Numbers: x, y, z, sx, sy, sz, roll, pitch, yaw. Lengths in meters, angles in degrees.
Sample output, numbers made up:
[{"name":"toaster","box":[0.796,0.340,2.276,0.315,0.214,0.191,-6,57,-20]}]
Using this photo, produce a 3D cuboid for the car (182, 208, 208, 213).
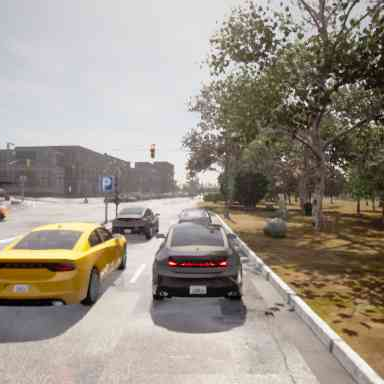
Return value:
[{"name":"car","box":[0.157,1.567,18.099,2.033,1.411,5.357,0,0,1]}]

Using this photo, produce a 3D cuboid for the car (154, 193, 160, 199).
[{"name":"car","box":[-11.451,1.333,87.214,4.674,1.452,2.002,-1,0,-12]}]

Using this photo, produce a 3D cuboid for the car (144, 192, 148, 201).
[{"name":"car","box":[-13.011,1.301,75.235,4.892,1.521,2.231,-1,0,-14]}]

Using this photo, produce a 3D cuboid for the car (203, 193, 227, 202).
[{"name":"car","box":[4.668,1.123,68.843,4.553,1.767,2.185,1,0,-14]}]

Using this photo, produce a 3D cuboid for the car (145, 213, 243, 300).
[{"name":"car","box":[0.109,1.512,8.397,1.837,1.490,4.892,0,0,0]}]

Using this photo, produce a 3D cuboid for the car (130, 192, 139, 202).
[{"name":"car","box":[-13.798,1.297,66.271,5.366,1.575,1.946,-1,0,-15]}]

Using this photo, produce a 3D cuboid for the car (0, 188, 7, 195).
[{"name":"car","box":[-31.164,0.122,54.147,2.002,1.452,4.674,6,-3,-19]}]

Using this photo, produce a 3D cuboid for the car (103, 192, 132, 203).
[{"name":"car","box":[-14.443,1.341,63.279,4.792,1.488,2.163,-1,0,-15]}]

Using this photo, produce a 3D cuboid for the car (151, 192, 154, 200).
[{"name":"car","box":[-12.266,1.337,81.231,4.674,1.452,2.002,-1,0,-13]}]

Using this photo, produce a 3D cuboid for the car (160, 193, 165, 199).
[{"name":"car","box":[-11.001,1.040,90.220,5.566,2.045,2.435,-1,0,-12]}]

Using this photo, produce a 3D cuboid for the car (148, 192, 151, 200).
[{"name":"car","box":[-12.638,1.338,78.230,4.674,1.452,2.002,-1,0,-13]}]

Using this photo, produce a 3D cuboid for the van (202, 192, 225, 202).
[{"name":"van","box":[4.285,1.025,65.874,4.442,1.987,1.878,1,0,-14]}]

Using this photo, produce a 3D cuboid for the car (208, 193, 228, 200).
[{"name":"car","box":[6.459,1.106,83.543,4.553,1.767,2.185,1,0,-12]}]

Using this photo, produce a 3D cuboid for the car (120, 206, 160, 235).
[{"name":"car","box":[-2.850,1.524,17.407,1.837,1.490,4.892,0,0,1]}]

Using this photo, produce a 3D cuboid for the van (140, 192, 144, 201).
[{"name":"van","box":[-13.239,1.073,72.263,4.442,1.987,1.878,-1,0,-14]}]

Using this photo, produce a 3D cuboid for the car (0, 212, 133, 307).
[{"name":"car","box":[-2.892,1.484,8.114,1.882,1.535,5.008,0,0,0]}]

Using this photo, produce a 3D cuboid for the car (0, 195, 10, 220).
[{"name":"car","box":[-16.626,1.397,25.473,4.553,1.767,2.185,-1,0,-19]}]
